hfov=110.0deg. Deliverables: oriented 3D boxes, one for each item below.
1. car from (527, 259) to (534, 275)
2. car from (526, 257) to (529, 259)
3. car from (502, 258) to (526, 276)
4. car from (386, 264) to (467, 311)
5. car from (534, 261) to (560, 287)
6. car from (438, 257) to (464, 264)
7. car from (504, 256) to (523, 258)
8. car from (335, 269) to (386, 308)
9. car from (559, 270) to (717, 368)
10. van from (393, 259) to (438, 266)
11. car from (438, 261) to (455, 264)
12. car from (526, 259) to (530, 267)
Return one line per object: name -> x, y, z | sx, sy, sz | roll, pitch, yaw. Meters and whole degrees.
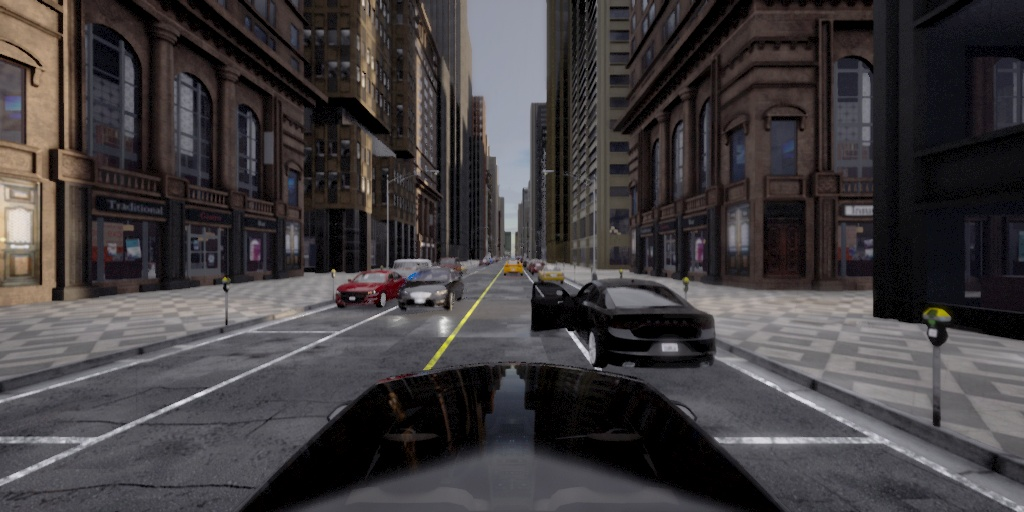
car -> 2.838, 1.307, 37.590 | 1.802, 1.307, 4.207 | 0, 0, 0
car -> 2.860, 1.245, 48.997 | 1.751, 1.417, 4.829 | 0, 0, 0
car -> 0.153, 1.203, 37.498 | 1.882, 1.535, 5.008 | 0, 0, 0
car -> -3.072, 1.232, 14.435 | 2.128, 1.511, 4.902 | 0, 0, 0
car -> 2.815, 1.258, 26.522 | 1.751, 1.417, 4.829 | 0, 0, 0
car -> -5.699, 1.044, 31.976 | 2.192, 1.841, 5.009 | 0, 0, 0
car -> 0.143, 1.197, 48.788 | 1.882, 1.535, 5.008 | 0, 0, 1
car -> -5.732, 1.285, 15.120 | 1.888, 1.381, 4.507 | 0, 0, 0
car -> 2.376, 1.223, 7.863 | 1.882, 1.535, 5.008 | 0, 0, 0
van -> -5.721, 1.077, 20.739 | 1.690, 1.789, 3.998 | 0, 0, 0
car -> -5.710, 1.283, 26.357 | 2.007, 1.370, 4.403 | 0, 0, 0
car -> 2.849, 1.304, 43.208 | 1.802, 1.307, 4.207 | 0, 0, 0
